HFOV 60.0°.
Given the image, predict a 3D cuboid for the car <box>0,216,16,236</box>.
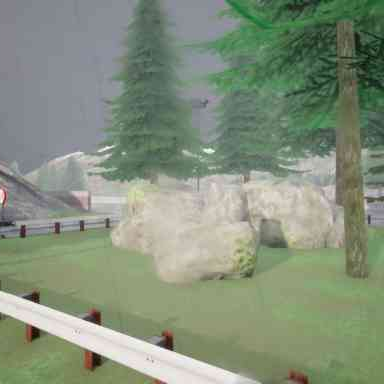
[{"bbox_3d":[-10.809,1.358,15.599,5.357,1.411,2.033,0,0,22],"label":"car"}]
